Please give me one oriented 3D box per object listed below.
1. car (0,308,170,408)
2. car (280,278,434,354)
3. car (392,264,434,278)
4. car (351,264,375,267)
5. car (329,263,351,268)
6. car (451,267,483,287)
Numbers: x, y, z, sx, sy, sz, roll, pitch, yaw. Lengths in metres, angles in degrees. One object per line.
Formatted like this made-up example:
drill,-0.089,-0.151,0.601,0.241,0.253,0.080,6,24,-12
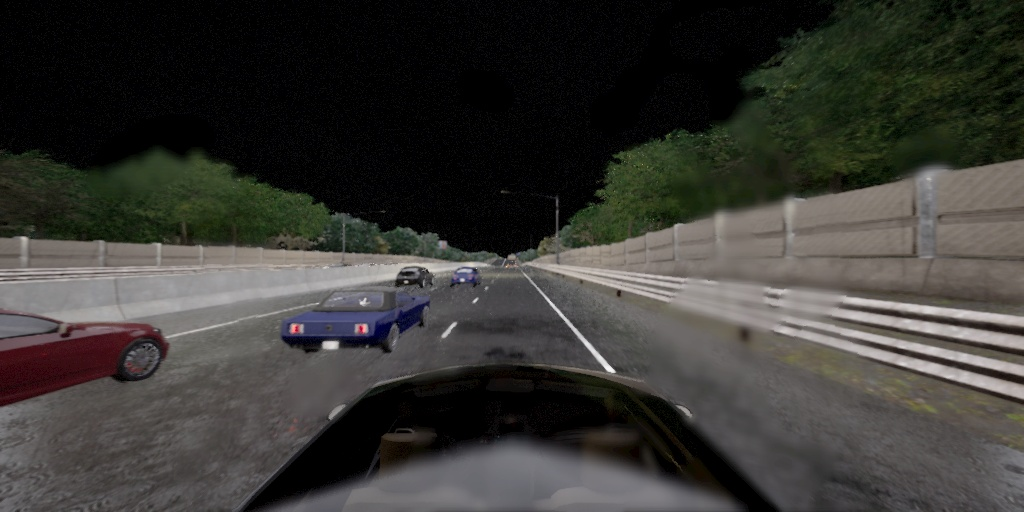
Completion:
car,-6.901,1.297,4.287,1.812,1.442,4.674,0,0,0
car,-3.398,1.412,8.959,1.895,1.301,4.718,0,0,0
car,-6.897,1.480,25.831,1.837,1.490,4.892,0,-1,0
car,-21.038,1.821,52.140,1.812,1.442,4.674,0,-1,1
car,-24.539,1.787,51.256,1.837,1.490,4.892,0,0,1
car,-3.396,1.512,26.842,1.812,1.442,4.674,0,-1,0
